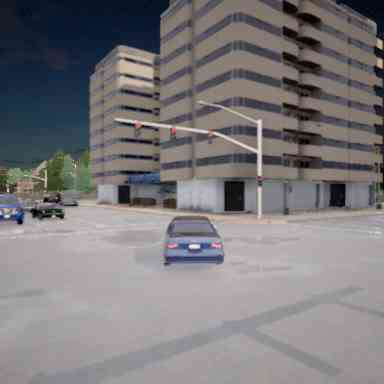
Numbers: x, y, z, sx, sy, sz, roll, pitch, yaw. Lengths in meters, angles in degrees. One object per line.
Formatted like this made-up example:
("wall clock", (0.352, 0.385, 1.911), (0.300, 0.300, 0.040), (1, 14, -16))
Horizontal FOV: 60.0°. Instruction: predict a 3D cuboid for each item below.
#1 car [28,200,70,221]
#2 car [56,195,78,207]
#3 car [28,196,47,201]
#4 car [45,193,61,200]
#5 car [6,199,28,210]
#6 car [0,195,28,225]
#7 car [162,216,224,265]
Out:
("car", (-12.008, 1.600, 27.685), (1.895, 1.301, 4.718), (0, 0, -35))
("car", (-18.264, 1.562, 49.213), (1.994, 1.385, 4.181), (0, 0, -34))
("car", (-17.340, 1.491, 35.327), (2.128, 1.511, 4.902), (0, 0, -35))
("car", (-23.970, 1.219, 57.351), (2.150, 2.045, 5.566), (0, 0, -35))
("car", (-22.649, 1.600, 42.948), (1.895, 1.301, 4.718), (0, 0, -35))
("car", (-13.471, 1.221, 23.665), (2.150, 2.045, 5.566), (0, 0, -35))
("car", (-0.058, 1.546, 11.628), (2.033, 1.411, 5.357), (0, 0, -3))
